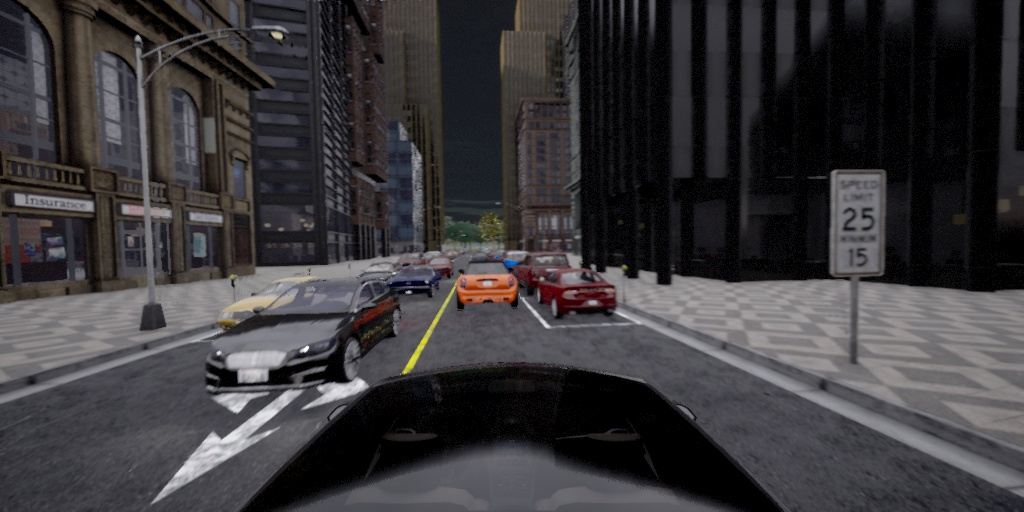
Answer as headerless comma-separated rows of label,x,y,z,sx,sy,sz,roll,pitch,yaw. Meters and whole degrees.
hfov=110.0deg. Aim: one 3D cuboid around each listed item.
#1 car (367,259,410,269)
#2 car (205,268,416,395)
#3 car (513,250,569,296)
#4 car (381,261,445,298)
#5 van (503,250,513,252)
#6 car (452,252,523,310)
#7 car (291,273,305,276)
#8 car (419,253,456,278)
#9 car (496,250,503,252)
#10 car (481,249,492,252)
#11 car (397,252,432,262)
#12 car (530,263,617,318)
car,-7.475,1.054,20.710,2.007,1.370,4.403,0,0,-6
car,-3.510,1.216,7.019,2.128,1.511,4.902,-1,1,-5
car,1.471,0.731,16.857,2.192,1.841,5.009,0,0,-6
car,-4.431,1.130,16.815,1.895,1.301,4.718,-1,1,-6
van,0.500,0.554,26.984,1.690,1.789,3.998,0,0,-6
car,-0.980,0.881,13.793,2.097,1.767,4.553,-1,1,-5
car,-6.515,1.222,10.816,1.751,1.417,4.829,0,0,-6
car,-5.405,0.806,26.878,1.882,1.535,5.008,-1,1,-5
car,0.015,0.427,32.047,2.192,1.841,5.009,0,0,-6
car,-3.970,0.252,45.093,2.097,1.767,4.553,-1,1,-6
car,-8.418,0.623,30.435,2.192,1.841,5.009,0,0,-6
car,1.956,1.062,11.793,1.888,1.381,4.507,0,0,-6
